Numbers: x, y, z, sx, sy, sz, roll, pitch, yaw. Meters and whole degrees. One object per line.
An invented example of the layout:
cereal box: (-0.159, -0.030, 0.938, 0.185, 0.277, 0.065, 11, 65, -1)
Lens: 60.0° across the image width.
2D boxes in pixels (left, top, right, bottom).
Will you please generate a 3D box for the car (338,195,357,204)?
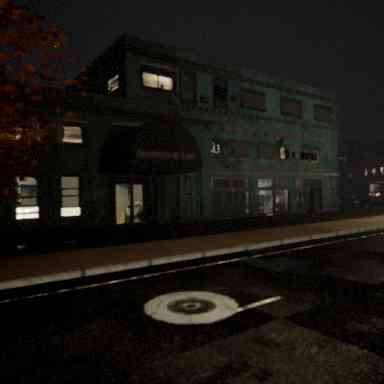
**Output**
car: (25.201, 1.173, 52.637, 2.008, 1.369, 4.403, -2, 1, -36)

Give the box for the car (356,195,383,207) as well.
car: (23.177, 1.281, 40.899, 1.947, 1.339, 4.313, -2, 1, -36)
